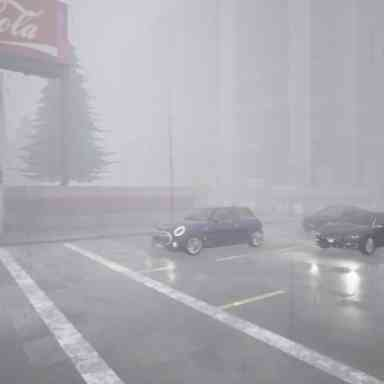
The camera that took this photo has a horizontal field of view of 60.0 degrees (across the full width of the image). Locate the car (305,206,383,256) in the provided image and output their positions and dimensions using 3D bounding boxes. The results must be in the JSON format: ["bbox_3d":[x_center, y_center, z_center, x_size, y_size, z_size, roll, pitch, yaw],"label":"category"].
[{"bbox_3d":[6.900,1.473,13.212,4.892,1.490,1.837,0,0,-35],"label":"car"}]

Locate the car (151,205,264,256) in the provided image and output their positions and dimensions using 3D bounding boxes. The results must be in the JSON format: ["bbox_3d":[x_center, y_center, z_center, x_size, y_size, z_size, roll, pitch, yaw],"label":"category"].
[{"bbox_3d":[0.676,1.333,13.118,4.553,1.767,2.097,0,0,-34],"label":"car"}]

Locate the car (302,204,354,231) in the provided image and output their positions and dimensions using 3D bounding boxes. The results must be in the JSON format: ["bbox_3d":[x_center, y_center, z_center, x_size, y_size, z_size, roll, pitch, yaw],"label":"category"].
[{"bbox_3d":[8.134,1.437,18.389,5.008,1.535,1.882,0,0,-35],"label":"car"}]
